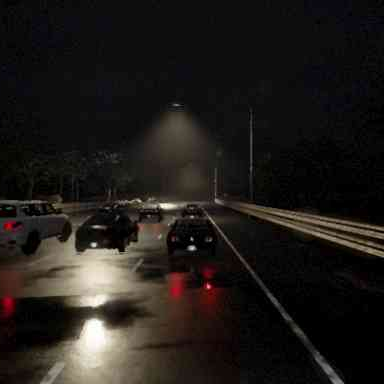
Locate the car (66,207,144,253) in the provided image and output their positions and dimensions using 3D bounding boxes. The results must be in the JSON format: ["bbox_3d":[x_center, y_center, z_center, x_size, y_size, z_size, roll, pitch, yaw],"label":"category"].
[{"bbox_3d":[-3.494,1.643,14.312,1.837,1.490,4.892,0,0,0],"label":"car"}]

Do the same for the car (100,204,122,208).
[{"bbox_3d":[-6.992,1.781,29.297,1.837,1.490,4.892,0,0,0],"label":"car"}]

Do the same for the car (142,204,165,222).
[{"bbox_3d":[-3.492,1.766,29.302,2.128,1.511,4.902,0,0,0],"label":"car"}]

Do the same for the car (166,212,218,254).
[{"bbox_3d":[0.003,1.734,14.110,1.895,1.301,4.718,0,0,0],"label":"car"}]

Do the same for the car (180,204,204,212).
[{"bbox_3d":[0.008,1.781,29.305,1.837,1.490,4.892,0,0,0],"label":"car"}]

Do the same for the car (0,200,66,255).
[{"bbox_3d":[-6.997,1.349,14.030,2.150,2.045,5.566,0,0,0],"label":"car"}]
